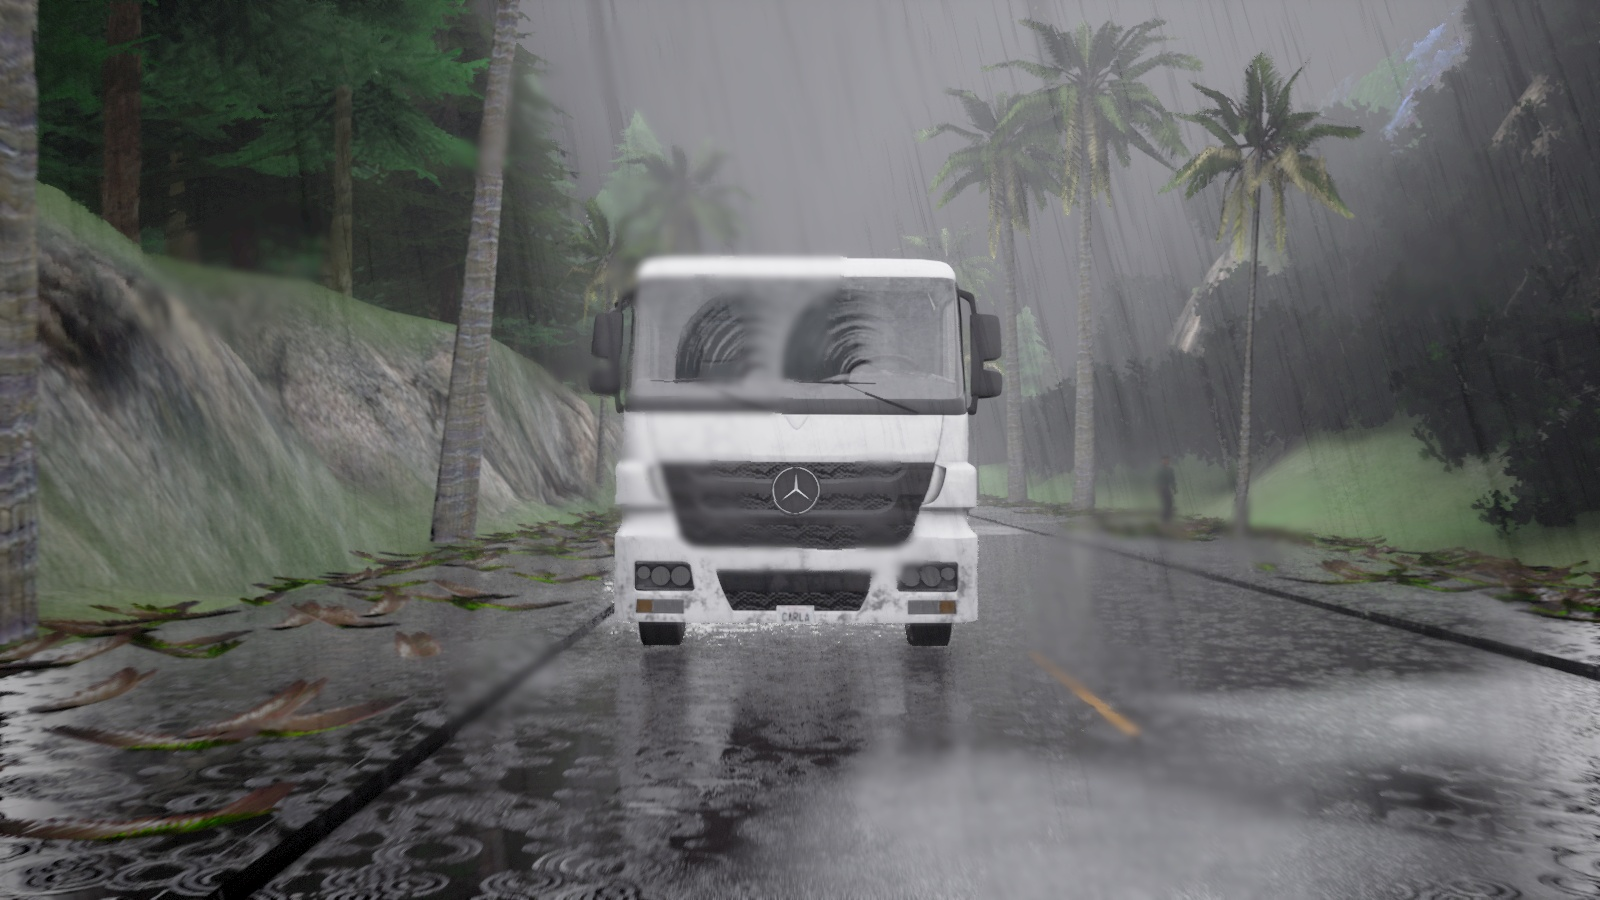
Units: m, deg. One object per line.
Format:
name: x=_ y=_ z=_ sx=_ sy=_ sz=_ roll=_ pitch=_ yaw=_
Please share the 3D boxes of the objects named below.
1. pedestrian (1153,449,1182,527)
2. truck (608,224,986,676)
pedestrian: x=9.234 y=0.948 z=31.558 sx=0.423 sy=1.949 sz=0.788 roll=0 pitch=-1 yaw=-5
truck: x=-0.036 y=0.061 z=13.627 sx=2.891 sy=3.462 sz=7.936 roll=0 pitch=-1 yaw=0
